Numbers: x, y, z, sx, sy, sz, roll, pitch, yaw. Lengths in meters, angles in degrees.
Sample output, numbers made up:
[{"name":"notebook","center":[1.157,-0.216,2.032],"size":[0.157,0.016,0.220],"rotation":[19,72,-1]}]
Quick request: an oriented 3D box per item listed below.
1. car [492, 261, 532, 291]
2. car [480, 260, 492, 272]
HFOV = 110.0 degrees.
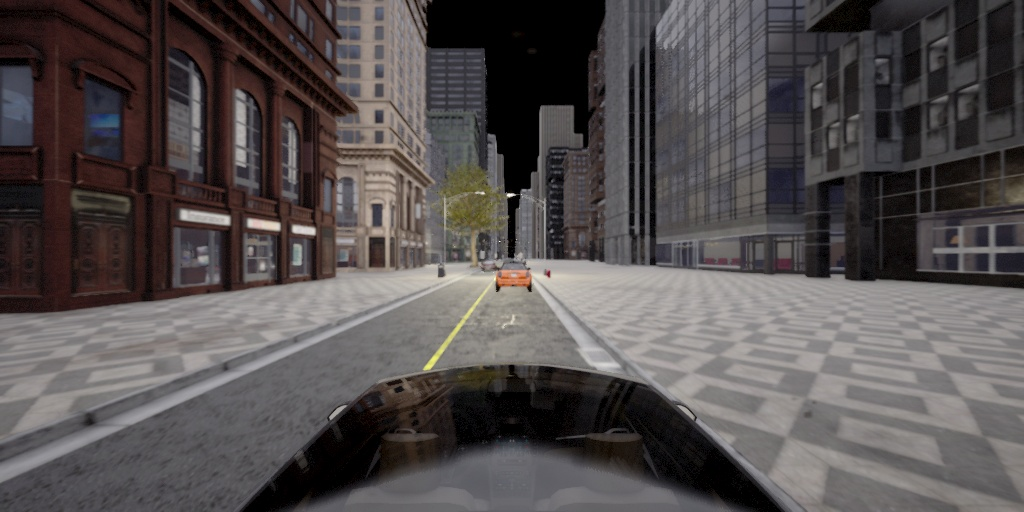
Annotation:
[{"name":"car","center":[0.104,1.104,22.109],"size":[2.097,1.767,4.553],"rotation":[0,0,0]},{"name":"car","center":[-2.995,1.299,47.028],"size":[1.812,1.442,4.674],"rotation":[0,0,0]}]
